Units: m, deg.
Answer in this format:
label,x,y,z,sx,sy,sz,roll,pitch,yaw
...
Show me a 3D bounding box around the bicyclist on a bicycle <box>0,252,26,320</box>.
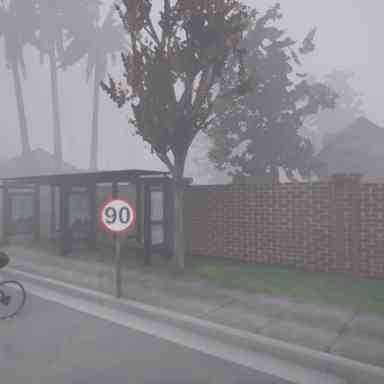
label,x,y,z,sx,sy,sz,roll,pitch,yaw
bicyclist on a bicycle,-3.533,1.436,5.446,0.582,1.620,1.656,0,0,35
